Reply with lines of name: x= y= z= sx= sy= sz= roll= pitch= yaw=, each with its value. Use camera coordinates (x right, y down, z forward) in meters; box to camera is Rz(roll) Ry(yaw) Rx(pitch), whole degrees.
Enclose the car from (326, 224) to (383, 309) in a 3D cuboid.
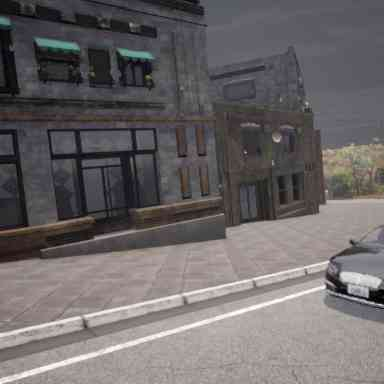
car: x=4.880 y=1.466 z=7.390 sx=4.902 sy=1.511 sz=2.128 roll=-1 pitch=0 yaw=-38
